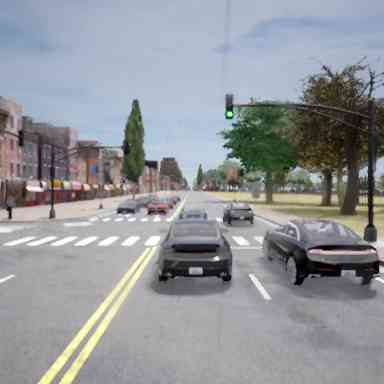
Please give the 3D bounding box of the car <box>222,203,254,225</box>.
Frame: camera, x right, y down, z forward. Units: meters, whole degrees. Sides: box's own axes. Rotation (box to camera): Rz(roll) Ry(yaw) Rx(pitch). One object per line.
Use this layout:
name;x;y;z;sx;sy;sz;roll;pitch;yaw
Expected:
car;3.343;1.513;24.499;2.128;1.511;4.902;0;0;0

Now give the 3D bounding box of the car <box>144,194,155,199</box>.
car;-6.597;1.356;45.182;1.837;1.490;4.892;0;1;0

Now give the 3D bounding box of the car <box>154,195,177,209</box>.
car;-3.354;1.447;42.440;1.994;1.385;4.181;0;1;0

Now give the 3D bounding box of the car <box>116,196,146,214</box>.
car;-6.602;1.503;35.359;2.033;1.411;5.357;0;0;0

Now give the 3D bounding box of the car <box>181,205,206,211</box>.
car;0.093;1.623;24.493;1.895;1.301;4.718;0;0;0

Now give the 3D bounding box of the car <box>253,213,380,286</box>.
car;3.343;1.522;9.516;2.128;1.511;4.902;0;0;0

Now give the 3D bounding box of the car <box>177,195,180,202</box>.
car;-3.328;1.361;52.435;1.895;1.301;4.718;0;1;0

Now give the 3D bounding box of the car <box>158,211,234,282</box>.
car;0.062;1.534;9.857;1.837;1.490;4.892;0;0;-1

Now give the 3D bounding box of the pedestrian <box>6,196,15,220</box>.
pedestrian;-14.135;1.203;25.830;0.375;1.860;0.375;0;-1;0

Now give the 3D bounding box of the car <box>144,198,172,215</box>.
car;-3.355;1.569;33.636;1.895;1.301;4.718;0;0;0
